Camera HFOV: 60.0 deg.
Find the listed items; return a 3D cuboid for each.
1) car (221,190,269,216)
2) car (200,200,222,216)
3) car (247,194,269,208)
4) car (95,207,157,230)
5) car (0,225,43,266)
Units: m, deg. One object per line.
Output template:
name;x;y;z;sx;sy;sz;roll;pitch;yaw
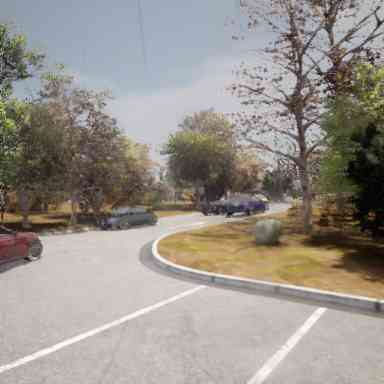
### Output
car;4.817;1.034;28.602;2.097;1.767;4.553;-4;-1;35
car;2.704;1.448;31.450;1.895;1.301;4.718;-4;-1;35
car;8.440;1.104;42.785;1.882;1.535;5.008;-3;0;2
car;-4.238;1.676;21.792;1.994;1.385;4.181;-4;-1;36
car;-6.273;1.617;9.665;1.812;1.442;4.674;-2;0;5
